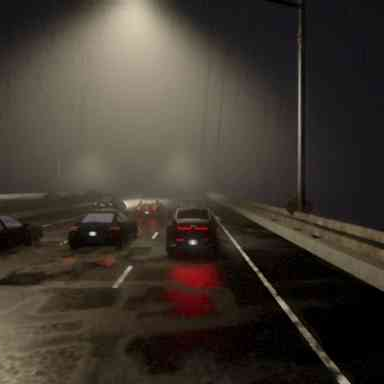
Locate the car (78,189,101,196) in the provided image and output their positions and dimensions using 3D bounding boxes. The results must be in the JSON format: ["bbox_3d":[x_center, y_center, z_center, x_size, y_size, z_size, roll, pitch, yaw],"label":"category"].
[{"bbox_3d":[-17.500,0.500,58.513,2.150,2.045,5.566,0,1,1],"label":"car"}]

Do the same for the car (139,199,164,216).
[{"bbox_3d":[-3.440,1.258,27.703,1.895,1.301,4.718,0,1,1],"label":"car"}]

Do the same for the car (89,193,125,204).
[{"bbox_3d":[-6.935,1.142,28.298,2.128,1.511,4.902,0,1,0],"label":"car"}]

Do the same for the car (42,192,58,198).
[{"bbox_3d":[-24.489,0.785,58.307,1.837,1.490,4.892,0,1,1],"label":"car"}]

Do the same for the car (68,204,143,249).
[{"bbox_3d":[-3.441,1.396,13.580,1.994,1.385,4.181,0,1,0],"label":"car"}]

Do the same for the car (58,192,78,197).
[{"bbox_3d":[-20.997,0.771,58.471,2.128,1.511,4.902,0,1,1],"label":"car"}]

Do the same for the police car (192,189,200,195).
[{"bbox_3d":[1.106,0.322,89.317,1.930,1.638,5.238,0,1,0],"label":"police car"}]

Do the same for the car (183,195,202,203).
[{"bbox_3d":[0.041,1.224,26.128,2.033,1.411,5.357,0,1,1],"label":"car"}]

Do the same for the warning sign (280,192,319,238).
[{"bbox_3d":[4.564,0.939,14.200,1.300,1.860,1.060,0,1,0],"label":"warning sign"}]

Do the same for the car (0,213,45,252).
[{"bbox_3d":[-6.968,1.409,11.144,2.033,1.411,5.357,0,1,1],"label":"car"}]

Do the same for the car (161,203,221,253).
[{"bbox_3d":[0.052,1.341,12.892,1.837,1.490,4.892,0,0,1],"label":"car"}]
